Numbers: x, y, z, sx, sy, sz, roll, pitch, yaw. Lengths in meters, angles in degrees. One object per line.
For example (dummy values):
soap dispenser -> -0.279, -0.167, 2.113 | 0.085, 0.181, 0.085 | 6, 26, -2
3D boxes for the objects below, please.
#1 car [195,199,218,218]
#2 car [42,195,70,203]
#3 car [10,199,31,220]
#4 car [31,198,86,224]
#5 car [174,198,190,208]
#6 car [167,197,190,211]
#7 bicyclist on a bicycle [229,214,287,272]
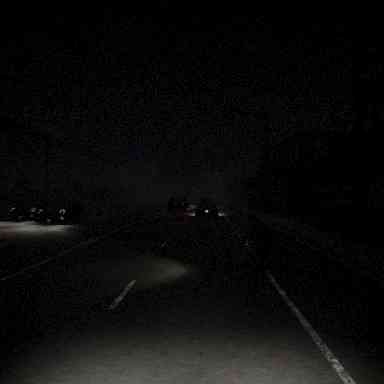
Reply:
car -> 1.317, 1.563, 29.644 | 1.994, 1.385, 4.181 | 0, 0, 2
car -> -27.861, 1.451, 68.365 | 2.038, 1.542, 4.974 | 0, 0, 31
car -> -12.968, 1.351, 27.566 | 2.097, 1.767, 4.553 | 0, 0, 3
car -> -9.612, 1.351, 24.715 | 2.097, 1.767, 4.553 | 0, 0, 2
car -> -1.412, 1.563, 48.680 | 1.994, 1.385, 4.181 | 0, 0, 3
car -> -1.754, 1.351, 40.024 | 2.097, 1.767, 4.553 | 0, 0, 3
bicyclist on a bicycle -> 1.869, 1.450, 9.468 | 1.656, 1.620, 0.582 | -2, 0, 2
